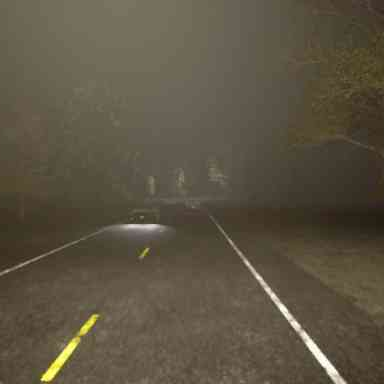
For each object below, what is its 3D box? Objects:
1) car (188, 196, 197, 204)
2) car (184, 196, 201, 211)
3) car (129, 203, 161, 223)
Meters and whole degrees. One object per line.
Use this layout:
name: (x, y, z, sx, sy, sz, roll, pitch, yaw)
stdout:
car: (0.169, 1.521, 66.280, 1.837, 1.490, 4.892, 0, -1, 1)
car: (0.099, 1.538, 40.540, 1.812, 1.442, 4.674, 0, 0, 0)
car: (-3.513, 1.572, 25.323, 1.994, 1.385, 4.181, 0, 0, 1)
